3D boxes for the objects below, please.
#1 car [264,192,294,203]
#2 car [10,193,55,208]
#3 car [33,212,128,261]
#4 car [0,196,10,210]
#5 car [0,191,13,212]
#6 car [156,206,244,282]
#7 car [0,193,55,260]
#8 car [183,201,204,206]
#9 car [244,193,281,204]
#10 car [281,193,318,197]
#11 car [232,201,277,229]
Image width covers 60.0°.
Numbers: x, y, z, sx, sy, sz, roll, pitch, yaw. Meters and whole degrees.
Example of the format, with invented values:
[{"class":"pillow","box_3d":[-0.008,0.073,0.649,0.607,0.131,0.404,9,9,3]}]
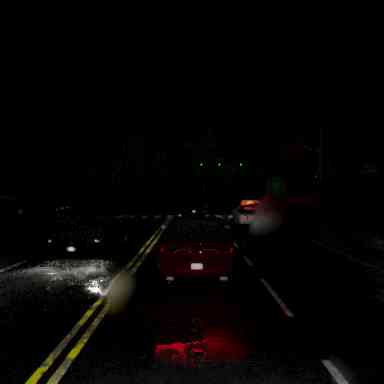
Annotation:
[{"class":"car","box_3d":[14.884,0.944,57.008,4.553,1.767,2.097,0,0,-2]},{"class":"car","box_3d":[-19.962,1.049,41.768,4.553,1.767,2.097,0,0,-2]},{"class":"car","box_3d":[-3.574,1.479,11.815,1.994,1.385,4.181,0,0,0]},{"class":"car","box_3d":[-23.872,1.211,38.151,4.902,1.511,2.128,0,0,-2]},{"class":"car","box_3d":[-22.004,0.969,34.701,5.566,2.045,2.150,0,0,-2]},{"class":"car","box_3d":[0.108,1.408,9.572,1.882,1.535,5.008,0,1,0]},{"class":"car","box_3d":[-7.077,1.131,12.443,2.150,2.045,5.566,0,1,0]},{"class":"car","box_3d":[0.103,1.366,25.344,2.033,1.411,5.357,0,0,0]},{"class":"car","box_3d":[6.720,1.114,33.097,2.097,1.767,4.553,1,1,37]},{"class":"car","box_3d":[15.826,1.119,50.039,5.008,1.535,1.882,0,0,-2]},{"class":"car","box_3d":[3.627,1.453,20.593,1.895,1.301,4.718,0,0,0]}]
